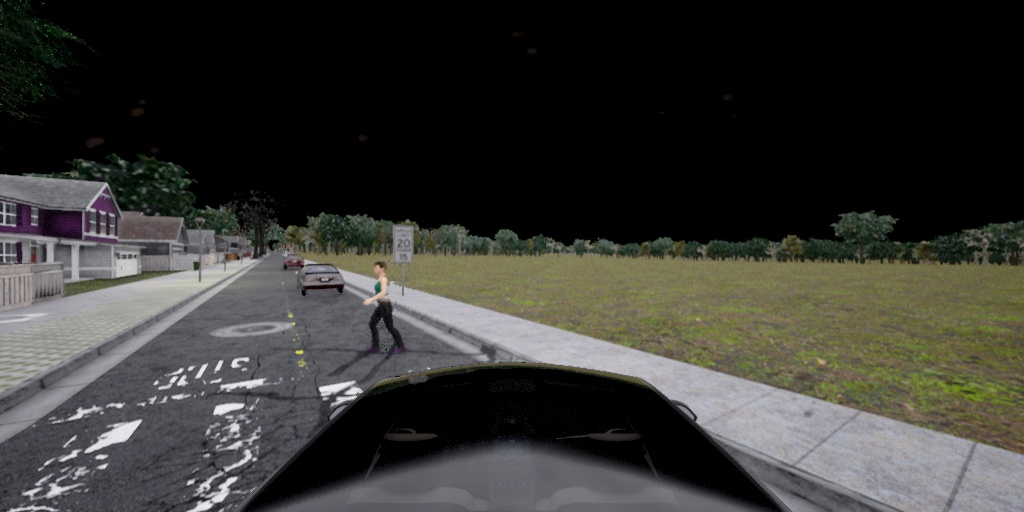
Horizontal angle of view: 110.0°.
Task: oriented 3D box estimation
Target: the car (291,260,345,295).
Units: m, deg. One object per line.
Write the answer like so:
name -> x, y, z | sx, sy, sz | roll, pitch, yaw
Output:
car -> -9.895, 1.102, 18.393 | 2.033, 1.411, 5.357 | 0, 1, -33

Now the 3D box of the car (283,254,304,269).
car -> -26.553, 0.594, 43.605 | 2.097, 1.767, 4.553 | 0, 1, -33

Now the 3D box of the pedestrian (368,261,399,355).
pedestrian -> -2.512, 0.984, 6.990 | 0.375, 1.860, 0.375 | 1, -1, -33
